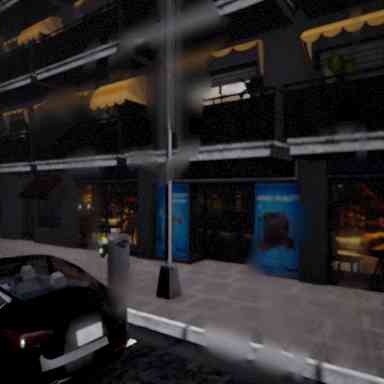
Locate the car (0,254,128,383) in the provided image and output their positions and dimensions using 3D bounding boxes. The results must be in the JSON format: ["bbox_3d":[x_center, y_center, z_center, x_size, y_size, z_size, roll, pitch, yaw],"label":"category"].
[{"bbox_3d":[-2.815,1.612,4.869,4.313,1.339,1.947,-1,0,36],"label":"car"}]
